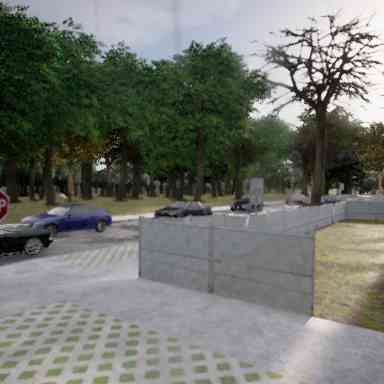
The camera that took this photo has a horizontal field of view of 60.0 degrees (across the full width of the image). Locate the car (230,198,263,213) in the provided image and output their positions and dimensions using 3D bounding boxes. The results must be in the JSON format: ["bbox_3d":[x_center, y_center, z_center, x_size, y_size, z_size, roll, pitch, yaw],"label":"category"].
[{"bbox_3d":[5.473,1.260,32.941,1.994,1.385,4.181,3,2,35],"label":"car"}]

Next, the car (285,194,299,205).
[{"bbox_3d":[14.162,0.994,44.890,1.812,1.442,4.674,3,2,36],"label":"car"}]

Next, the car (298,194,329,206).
[{"bbox_3d":[15.229,1.173,41.545,1.994,1.385,4.181,3,2,36],"label":"car"}]

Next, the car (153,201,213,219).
[{"bbox_3d":[-0.504,1.356,24.626,2.033,1.411,5.357,3,2,36],"label":"car"}]

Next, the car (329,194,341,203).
[{"bbox_3d":[20.669,1.023,49.215,1.994,1.385,4.181,3,2,36],"label":"car"}]

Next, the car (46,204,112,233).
[{"bbox_3d":[-6.156,1.357,16.743,1.812,1.442,4.674,3,1,36],"label":"car"}]

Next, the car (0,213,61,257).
[{"bbox_3d":[-6.969,1.523,10.578,1.895,1.301,4.718,3,1,36],"label":"car"}]
